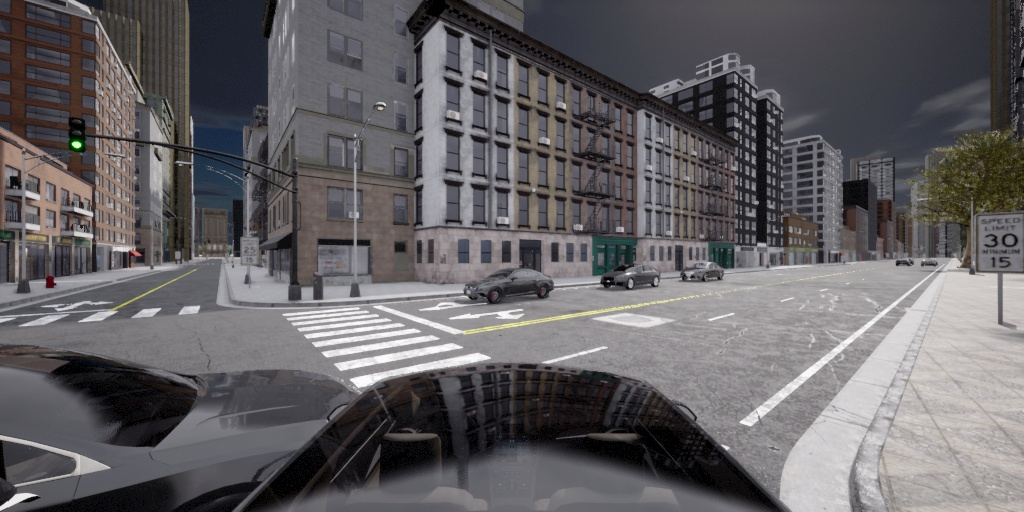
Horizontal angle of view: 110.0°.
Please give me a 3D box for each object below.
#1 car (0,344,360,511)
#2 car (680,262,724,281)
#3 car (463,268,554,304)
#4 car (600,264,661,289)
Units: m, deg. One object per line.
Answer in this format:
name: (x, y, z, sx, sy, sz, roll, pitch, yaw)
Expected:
car: (-3.222, 1.257, 1.776, 4.892, 1.490, 1.837, 0, 0, -35)
car: (15.662, 1.235, 29.443, 4.902, 1.511, 2.128, 0, 0, -39)
car: (-0.039, 1.286, 16.748, 4.674, 1.442, 1.812, 0, 0, -39)
car: (7.652, 1.258, 22.972, 4.892, 1.490, 1.837, 0, 0, -39)
